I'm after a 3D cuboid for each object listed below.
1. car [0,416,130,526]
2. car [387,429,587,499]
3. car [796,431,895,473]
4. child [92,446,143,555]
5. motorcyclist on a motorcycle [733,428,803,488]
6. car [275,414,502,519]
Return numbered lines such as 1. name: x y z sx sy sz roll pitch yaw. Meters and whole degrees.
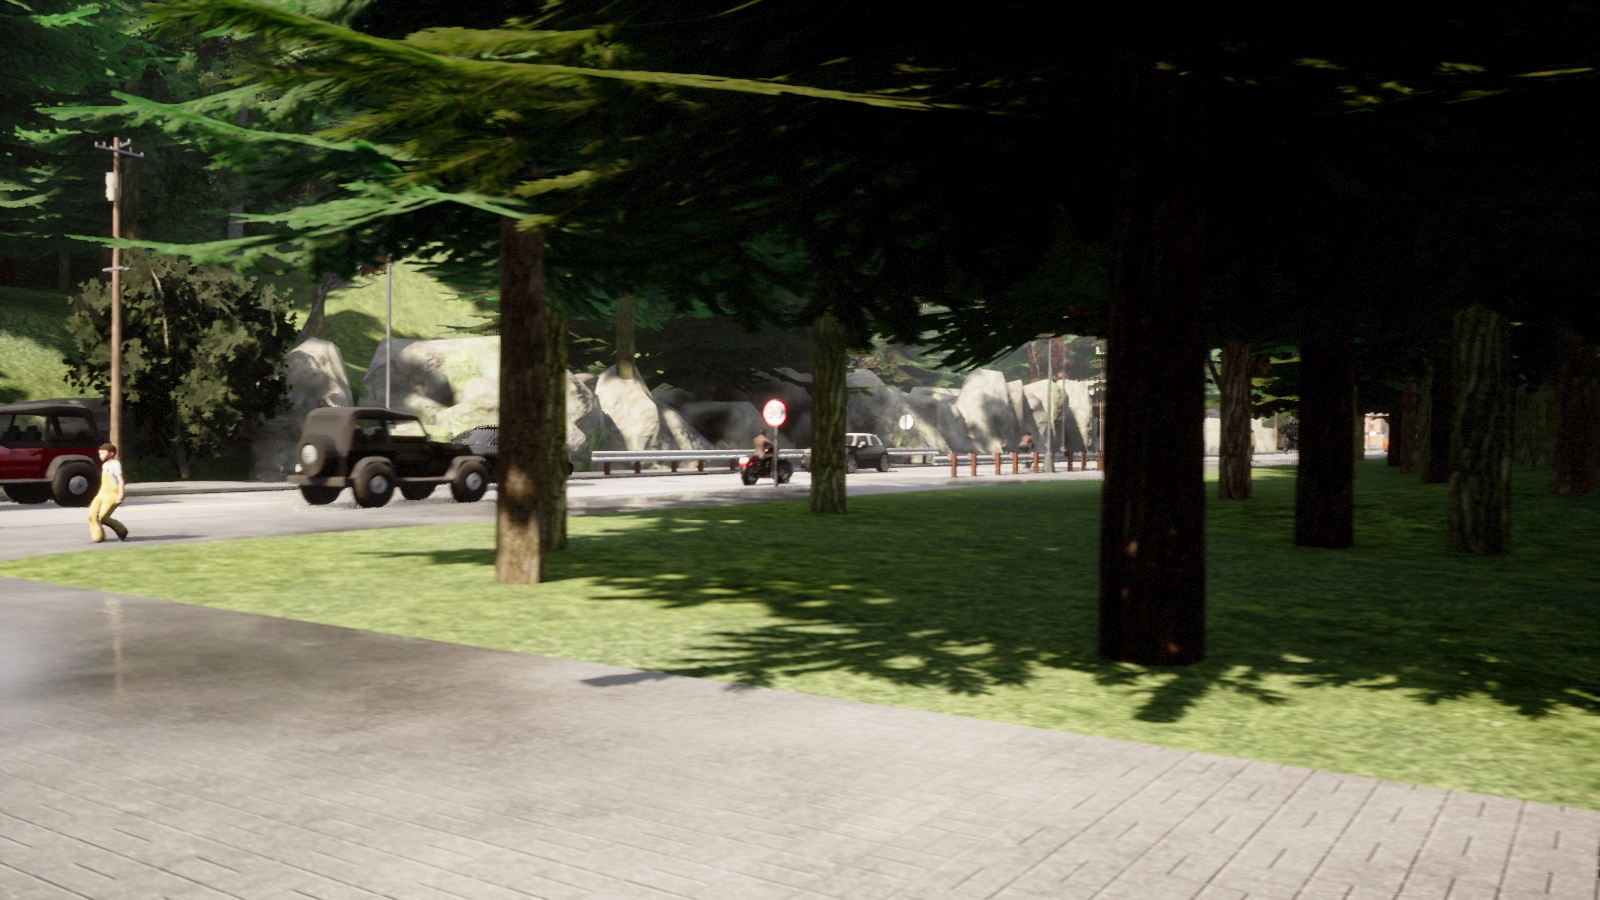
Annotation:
1. car: -14.325 0.353 22.258 1.905 1.878 3.866 0 1 33
2. car: -7.874 0.295 32.104 2.033 1.649 4.856 0 1 33
3. car: 1.726 0.043 46.738 1.970 1.475 3.806 0 1 33
4. child: -8.105 0.591 14.911 0.270 1.263 0.437 0 1 30
5. motorcyclist on a motorcycle: -0.878 0.206 35.476 0.766 1.649 2.350 0 1 33
6. car: -7.977 0.263 24.663 1.905 1.878 3.866 0 1 33
